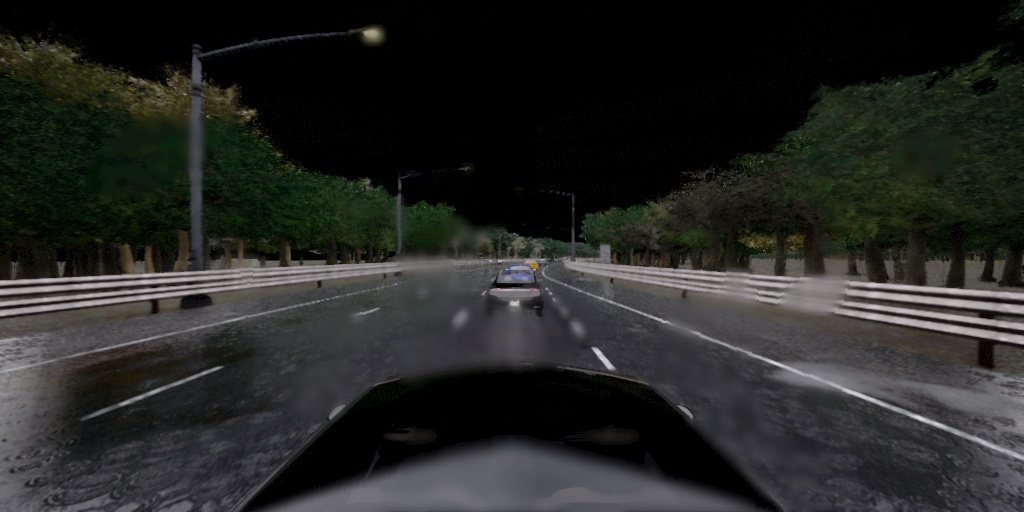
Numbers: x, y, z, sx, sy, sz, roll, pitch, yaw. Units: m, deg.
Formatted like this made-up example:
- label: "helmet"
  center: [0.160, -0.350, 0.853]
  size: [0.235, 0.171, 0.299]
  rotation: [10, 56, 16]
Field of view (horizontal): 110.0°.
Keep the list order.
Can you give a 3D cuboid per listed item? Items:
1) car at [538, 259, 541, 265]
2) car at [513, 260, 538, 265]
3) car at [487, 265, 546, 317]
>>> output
- label: "car"
  center: [2.741, 1.331, 51.668]
  size: [1.882, 1.535, 5.008]
  rotation: [0, 0, 6]
- label: "car"
  center: [0.582, 1.268, 24.247]
  size: [1.882, 1.535, 5.008]
  rotation: [0, 0, 3]
- label: "car"
  center: [0.165, 1.248, 13.160]
  size: [2.128, 1.511, 4.902]
  rotation: [0, 0, 2]
